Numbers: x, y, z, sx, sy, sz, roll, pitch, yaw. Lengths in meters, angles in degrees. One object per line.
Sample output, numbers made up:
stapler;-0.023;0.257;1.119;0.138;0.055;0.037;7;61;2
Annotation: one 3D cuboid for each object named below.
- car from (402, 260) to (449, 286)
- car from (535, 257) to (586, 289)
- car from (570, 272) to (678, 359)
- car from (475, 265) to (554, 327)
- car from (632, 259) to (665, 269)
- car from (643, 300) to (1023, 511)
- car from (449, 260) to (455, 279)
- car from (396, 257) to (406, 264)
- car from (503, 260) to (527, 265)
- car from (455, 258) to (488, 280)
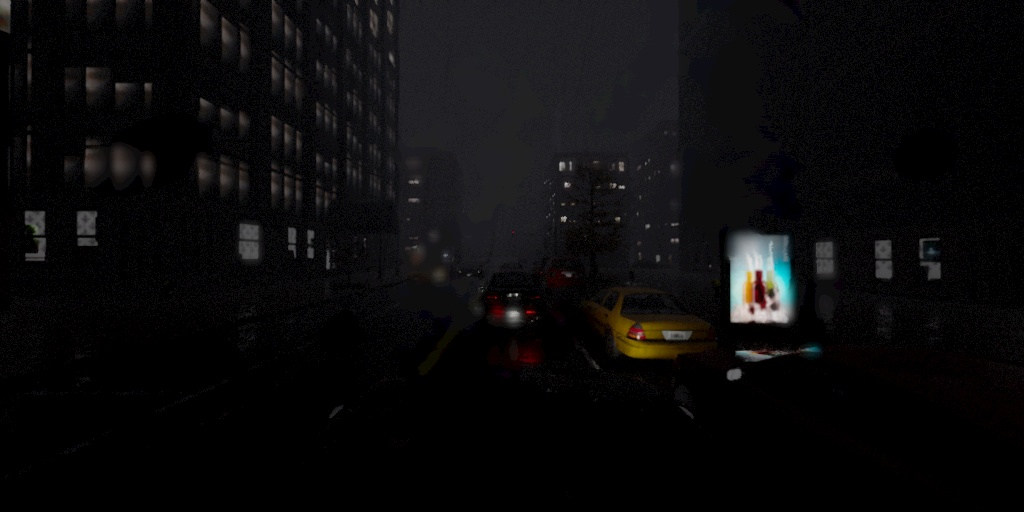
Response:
car;-5.769;1.164;24.458;1.751;1.417;4.829;0;0;0
car;2.631;0.981;19.097;2.192;1.841;5.009;0;0;0
car;2.671;1.245;8.148;1.751;1.417;4.829;0;0;0
car;0.051;1.209;11.379;1.837;1.490;4.892;0;0;0
car;20.645;1.247;54.988;4.097;1.591;1.967;0;0;-1
car;2.691;1.292;2.419;1.888;1.381;4.507;0;0;0
car;-5.789;1.052;30.187;1.967;1.591;4.097;0;0;0
car;-17.450;0.755;54.527;4.507;1.381;1.888;0;0;-1
car;-0.008;1.216;29.729;1.895;1.301;4.718;0;0;0
car;-3.193;1.143;29.264;1.812;1.442;4.674;0;0;0
